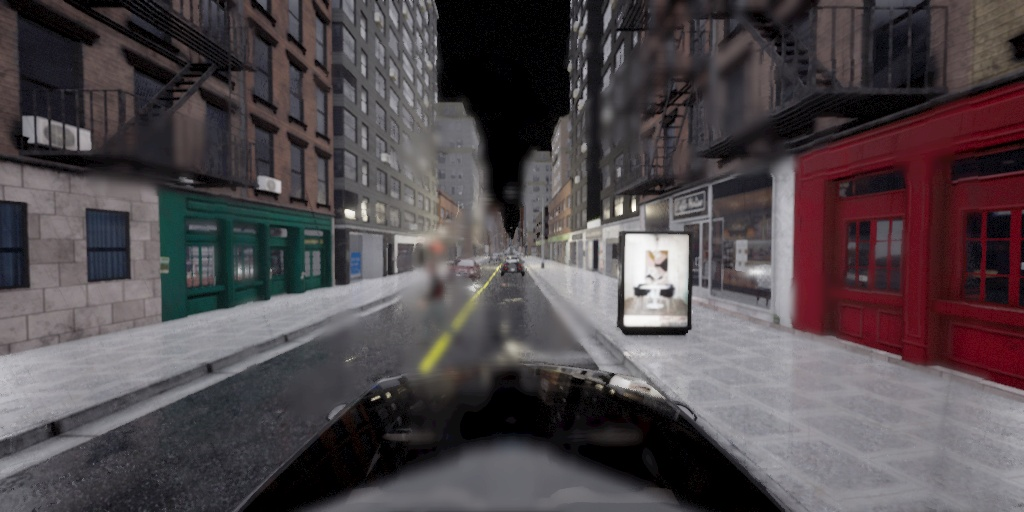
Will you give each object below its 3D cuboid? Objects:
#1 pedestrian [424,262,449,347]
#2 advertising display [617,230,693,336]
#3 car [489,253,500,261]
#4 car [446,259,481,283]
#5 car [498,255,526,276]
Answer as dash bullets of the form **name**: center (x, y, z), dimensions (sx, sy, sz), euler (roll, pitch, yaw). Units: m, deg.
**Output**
- **pedestrian**: center (-1.571, 0.951, 7.434), dimensions (0.375, 1.860, 0.375), euler (-1, 2, -15)
- **advertising display**: center (3.133, 0.672, 7.951), dimensions (1.540, 2.440, 0.280), euler (0, 0, 0)
- **car**: center (-3.059, 0.175, 64.992), dimensions (2.128, 1.511, 4.902), euler (0, 1, 1)
- **car**: center (-3.104, 0.910, 23.741), dimensions (1.812, 1.442, 4.674), euler (0, 1, 0)
- **car**: center (0.076, 0.817, 29.283), dimensions (1.812, 1.442, 4.674), euler (0, 1, 1)
